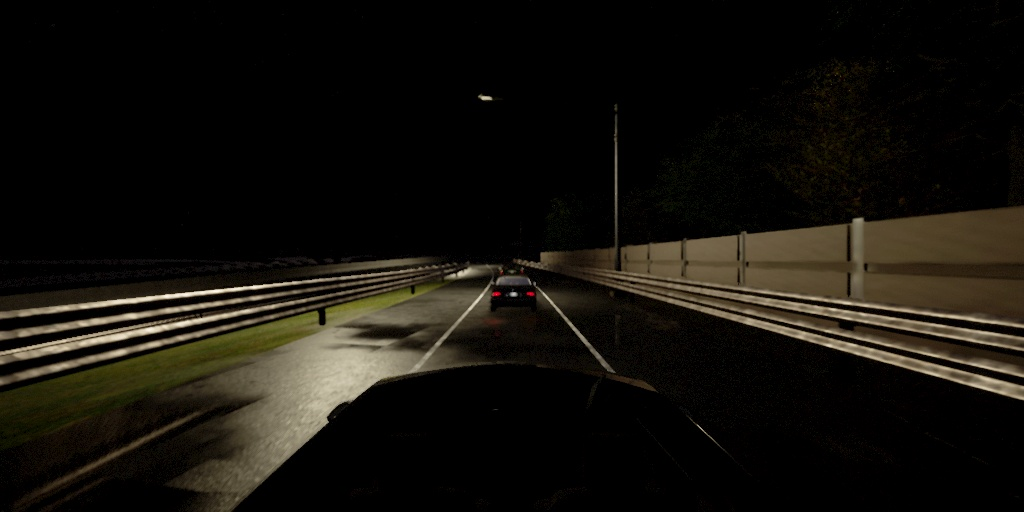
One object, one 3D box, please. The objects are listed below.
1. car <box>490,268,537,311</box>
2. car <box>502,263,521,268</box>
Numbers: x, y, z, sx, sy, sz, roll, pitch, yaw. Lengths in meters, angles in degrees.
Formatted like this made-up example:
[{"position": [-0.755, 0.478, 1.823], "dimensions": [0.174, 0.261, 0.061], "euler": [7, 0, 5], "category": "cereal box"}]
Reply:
[{"position": [0.073, 1.431, 15.230], "dimensions": [2.033, 1.411, 5.357], "euler": [0, -1, 0], "category": "car"}, {"position": [-0.067, 1.380, 30.388], "dimensions": [2.097, 1.767, 4.553], "euler": [0, -1, -1], "category": "car"}]
